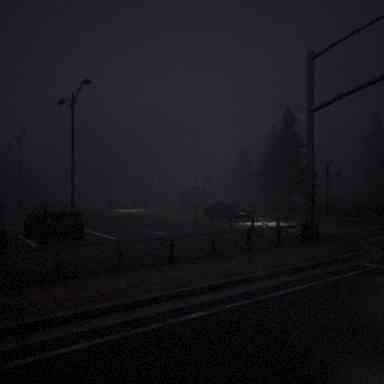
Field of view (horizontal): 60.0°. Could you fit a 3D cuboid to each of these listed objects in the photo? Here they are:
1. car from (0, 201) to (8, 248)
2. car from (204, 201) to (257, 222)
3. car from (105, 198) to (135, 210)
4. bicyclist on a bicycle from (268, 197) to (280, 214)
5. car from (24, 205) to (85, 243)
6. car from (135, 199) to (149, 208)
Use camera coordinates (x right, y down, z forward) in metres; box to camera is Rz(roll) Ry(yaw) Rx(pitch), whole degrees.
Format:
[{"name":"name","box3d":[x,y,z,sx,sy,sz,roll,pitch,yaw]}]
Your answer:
[{"name":"car","box3d":[-8.895,1.330,13.418,2.152,1.636,5.027,0,0,-36]},{"name":"car","box3d":[2.966,1.504,26.382,1.837,1.490,4.892,0,0,-36]},{"name":"car","box3d":[-9.781,1.477,43.768,1.882,1.535,5.008,0,0,-36]},{"name":"bicyclist on a bicycle","box3d":[7.949,1.300,32.232,1.656,1.620,0.582,0,0,-36]},{"name":"car","box3d":[-6.383,1.339,15.298,2.007,1.523,4.514,0,0,-36]},{"name":"car","box3d":[-7.968,1.600,47.316,1.895,1.301,4.718,0,0,-36]}]
